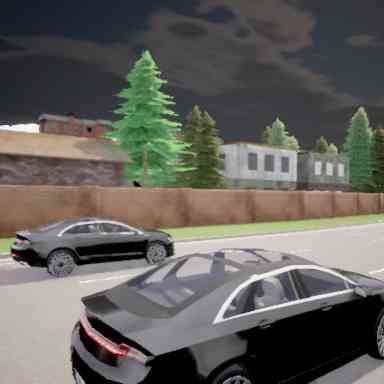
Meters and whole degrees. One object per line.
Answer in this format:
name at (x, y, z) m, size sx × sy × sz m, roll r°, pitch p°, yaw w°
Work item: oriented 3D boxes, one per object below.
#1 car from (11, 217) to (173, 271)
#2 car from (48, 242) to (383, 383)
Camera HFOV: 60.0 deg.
car at (-2.827, 1.531, 10.328) m, size 4.902 × 1.511 × 2.128 m, roll 1°, pitch -1°, yaw -35°
car at (0.962, 1.532, 4.432) m, size 4.902 × 1.511 × 2.128 m, roll 1°, pitch -1°, yaw -35°
